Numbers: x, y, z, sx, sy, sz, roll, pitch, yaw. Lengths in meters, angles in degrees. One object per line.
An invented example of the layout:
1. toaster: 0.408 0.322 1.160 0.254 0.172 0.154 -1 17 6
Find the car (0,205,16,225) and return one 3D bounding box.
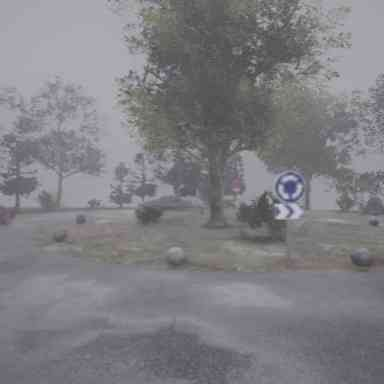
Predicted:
1. car: -11.813 1.288 18.353 1.895 1.301 4.718 0 1 0

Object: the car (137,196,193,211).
1. car: -2.583 1.143 32.486 5.357 1.411 2.033 0 1 -22
